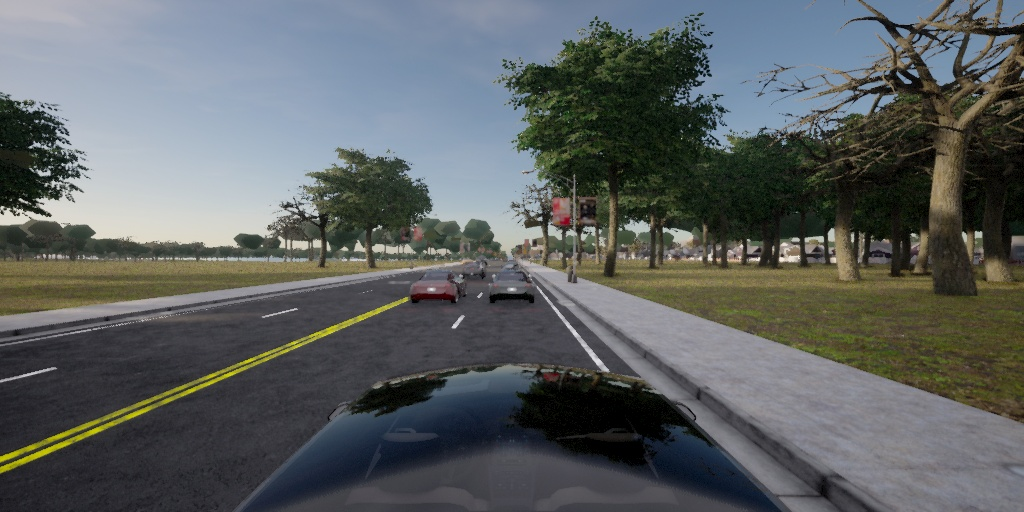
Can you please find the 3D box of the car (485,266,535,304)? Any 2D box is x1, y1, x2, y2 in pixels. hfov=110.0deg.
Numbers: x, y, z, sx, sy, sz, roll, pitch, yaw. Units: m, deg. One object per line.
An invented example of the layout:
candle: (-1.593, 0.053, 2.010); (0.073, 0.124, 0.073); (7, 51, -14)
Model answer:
car: (0.000, 1.325, 16.500); (1.994, 1.385, 4.181); (0, 0, 0)

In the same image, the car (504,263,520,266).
car: (0.000, 1.292, 31.500); (1.812, 1.442, 4.674); (0, 0, 0)

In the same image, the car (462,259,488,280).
car: (-3.250, 1.254, 31.501); (2.128, 1.511, 4.902); (0, 0, 0)

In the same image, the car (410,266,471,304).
car: (-3.250, 1.325, 16.501); (1.994, 1.385, 4.181); (0, 0, 0)
